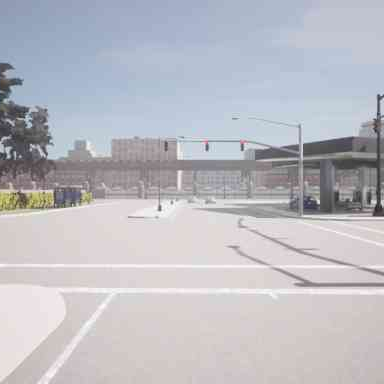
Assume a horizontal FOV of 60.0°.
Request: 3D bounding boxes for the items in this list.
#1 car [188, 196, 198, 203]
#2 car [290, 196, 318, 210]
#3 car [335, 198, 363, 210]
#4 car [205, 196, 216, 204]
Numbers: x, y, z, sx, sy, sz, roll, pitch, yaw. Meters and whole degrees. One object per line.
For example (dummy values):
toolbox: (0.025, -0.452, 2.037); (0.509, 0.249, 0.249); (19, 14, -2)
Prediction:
car: (0.192, 1.525, 66.125); (1.812, 1.442, 4.674); (0, 0, 0)
car: (13.263, 1.295, 39.652); (2.242, 1.667, 4.611); (0, 0, 0)
car: (19.009, 1.456, 40.407); (1.970, 1.475, 3.806); (0, 0, 0)
car: (3.585, 1.525, 64.340); (1.812, 1.442, 4.674); (0, 0, 0)
